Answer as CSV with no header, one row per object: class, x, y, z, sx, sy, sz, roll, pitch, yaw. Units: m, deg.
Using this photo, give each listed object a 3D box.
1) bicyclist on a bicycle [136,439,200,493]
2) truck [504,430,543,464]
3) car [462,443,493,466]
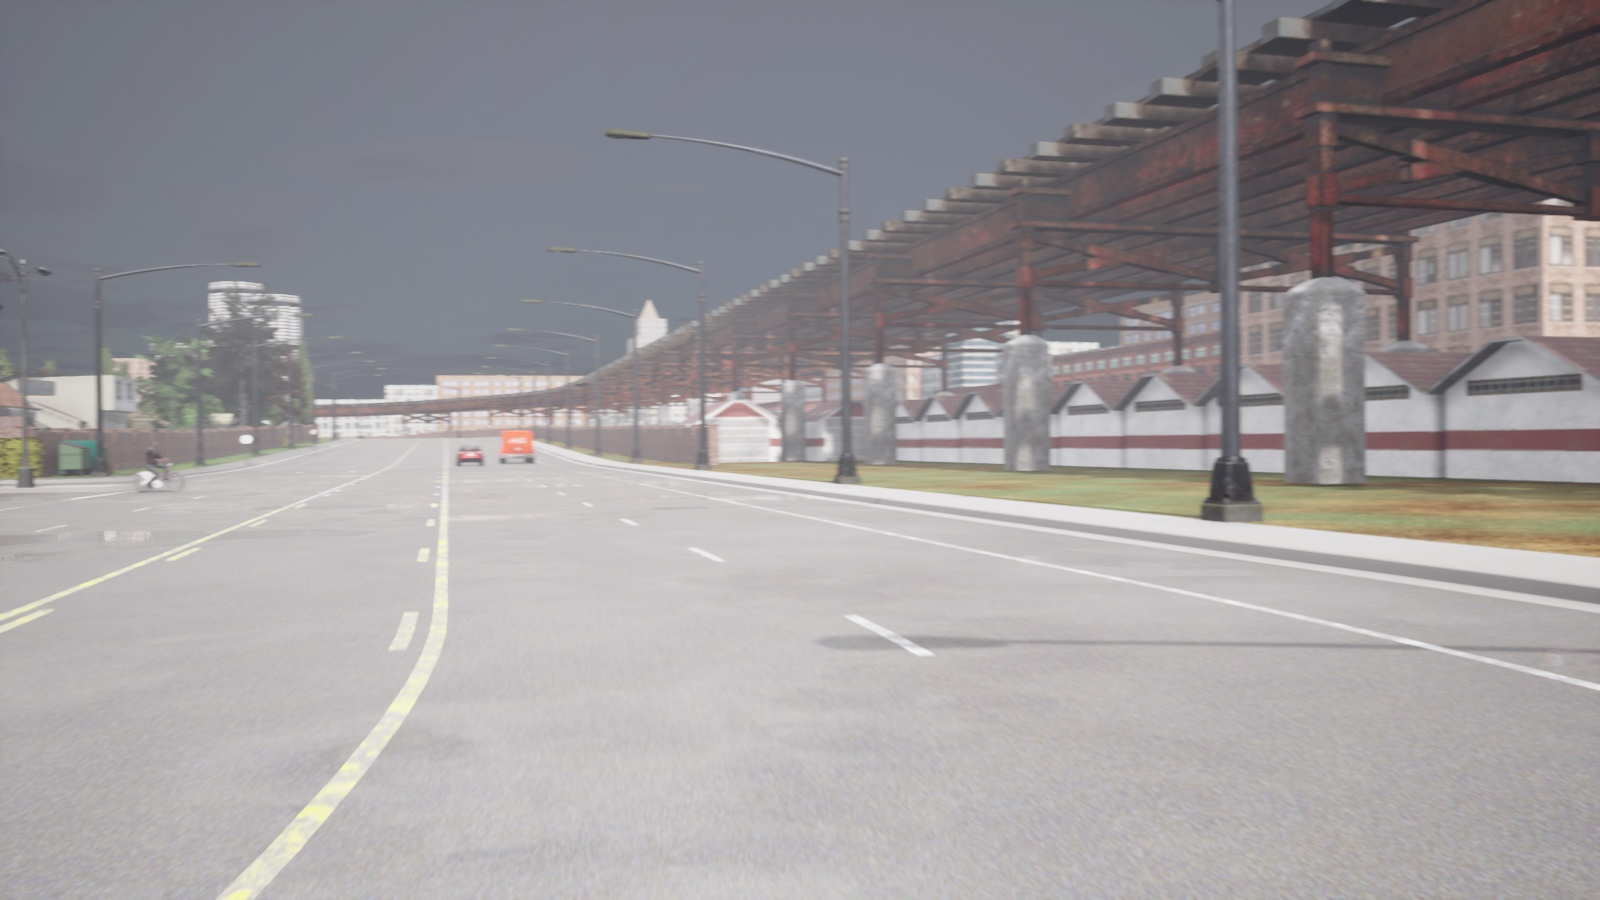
bicyclist on a bicycle,-21.219,0.538,42.169,1.843,1.776,0.659,-1,3,11
truck,-21.051,-0.287,95.450,2.627,2.467,5.204,-1,1,-15
car,-22.833,0.273,88.743,2.007,1.525,4.514,-1,1,-15
